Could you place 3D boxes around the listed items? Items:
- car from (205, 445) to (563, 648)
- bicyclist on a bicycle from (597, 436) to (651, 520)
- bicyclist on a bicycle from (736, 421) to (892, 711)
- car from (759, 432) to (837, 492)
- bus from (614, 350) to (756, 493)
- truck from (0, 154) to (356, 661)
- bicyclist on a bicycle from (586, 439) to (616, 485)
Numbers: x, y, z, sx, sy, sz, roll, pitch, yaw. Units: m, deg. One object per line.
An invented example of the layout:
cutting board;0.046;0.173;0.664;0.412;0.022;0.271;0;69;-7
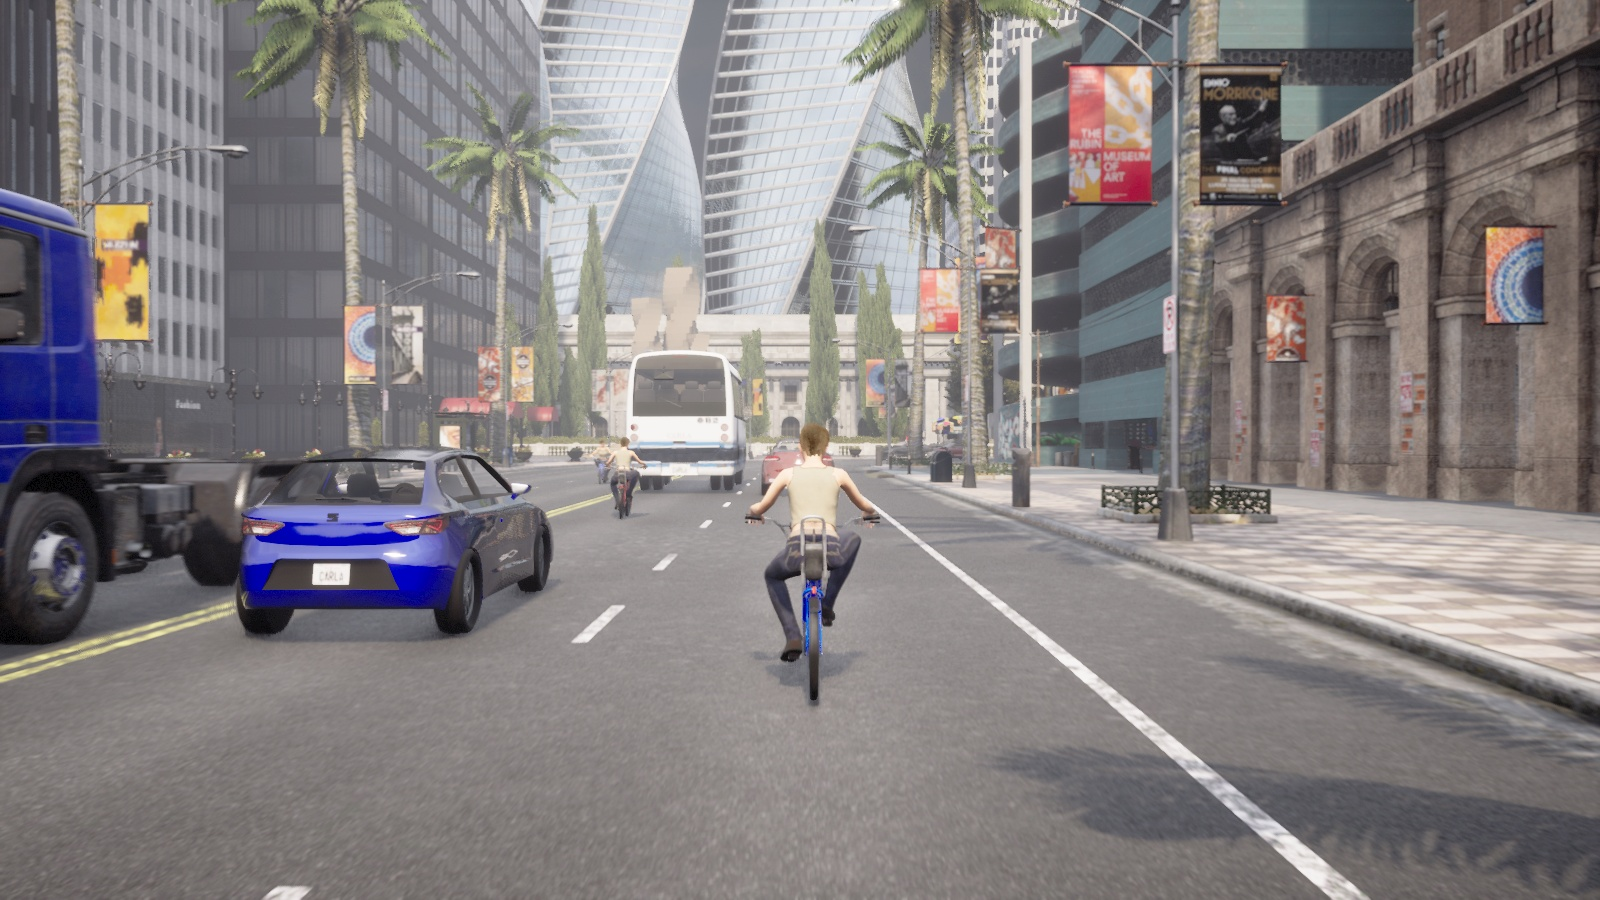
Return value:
car;-3.422;0.694;11.240;1.816;1.474;4.193;0;0;0
bicyclist on a bicycle;-3.489;0.539;25.019;0.866;1.612;1.509;0;0;-1
bicyclist on a bicycle;0.078;0.640;7.721;0.866;1.612;1.509;0;0;0
car;-0.066;0.315;37.316;2.152;1.651;5.027;0;0;0
bus;-3.596;-0.872;42.494;3.944;4.253;10.273;0;0;0
truck;-6.920;-0.306;11.534;2.891;3.462;7.936;0;0;0
bicyclist on a bicycle;-7.105;0.424;44.887;0.866;1.612;1.509;0;0;0
